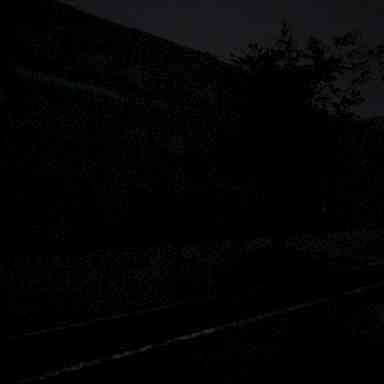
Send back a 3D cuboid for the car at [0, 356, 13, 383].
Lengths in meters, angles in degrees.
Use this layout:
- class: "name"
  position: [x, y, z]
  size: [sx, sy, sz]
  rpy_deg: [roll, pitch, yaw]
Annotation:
- class: "car"
  position: [-3.039, 1.567, 1.401]
  size: [4.181, 1.385, 1.994]
  rpy_deg: [1, -1, -34]
